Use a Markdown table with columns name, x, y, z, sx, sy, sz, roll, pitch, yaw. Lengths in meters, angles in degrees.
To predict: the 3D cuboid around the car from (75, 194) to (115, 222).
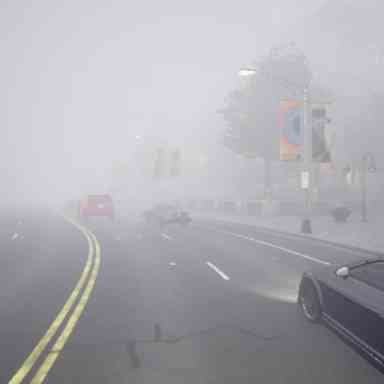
| name | x | y | z | sx | sy | sz | roll | pitch | yaw |
| --- | --- | --- | --- | --- | --- | --- | --- | --- | --- |
| car | -7.682 | 1.180 | 26.478 | 2.150 | 2.045 | 5.566 | 0 | 0 | -25 |

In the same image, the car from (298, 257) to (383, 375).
| name | x | y | z | sx | sy | sz | roll | pitch | yaw |
| --- | --- | --- | --- | --- | --- | --- | --- | --- | --- |
| car | 3.075 | 1.539 | 4.515 | 1.994 | 1.385 | 4.181 | 0 | 0 | -5 |

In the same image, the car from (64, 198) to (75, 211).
| name | x | y | z | sx | sy | sz | roll | pitch | yaw |
| --- | --- | --- | --- | --- | --- | --- | --- | --- | --- |
| car | -14.496 | 1.422 | 40.576 | 1.882 | 1.535 | 5.008 | 0 | 0 | -26 |

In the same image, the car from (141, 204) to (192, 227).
| name | x | y | z | sx | sy | sz | roll | pitch | yaw |
| --- | --- | --- | --- | --- | --- | --- | --- | --- | --- |
| car | -1.842 | 1.493 | 22.360 | 2.033 | 1.411 | 5.357 | 0 | 0 | -25 |
